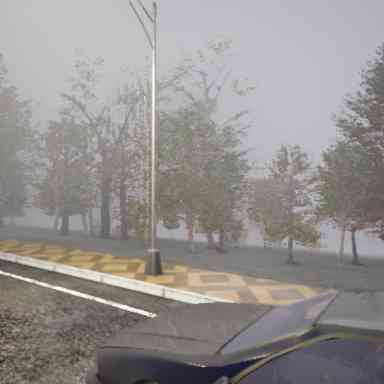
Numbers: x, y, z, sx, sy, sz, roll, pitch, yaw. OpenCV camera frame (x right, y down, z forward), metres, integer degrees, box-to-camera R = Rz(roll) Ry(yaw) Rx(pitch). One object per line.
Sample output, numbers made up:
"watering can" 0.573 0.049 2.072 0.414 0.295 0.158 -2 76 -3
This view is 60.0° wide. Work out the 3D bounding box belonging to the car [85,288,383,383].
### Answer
"car" 1.566 1.546 2.450 5.357 1.411 2.033 0 0 35
